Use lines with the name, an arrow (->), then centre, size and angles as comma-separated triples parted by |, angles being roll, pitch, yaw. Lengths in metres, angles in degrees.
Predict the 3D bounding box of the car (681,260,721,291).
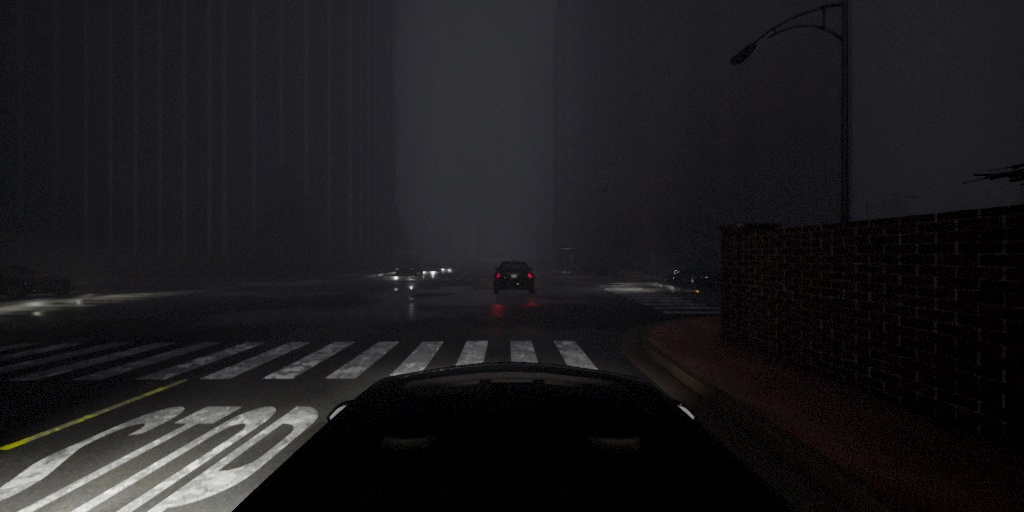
car -> 12.841, 1.174, 20.677 | 4.902, 1.511, 2.128 | 0, 0, -1

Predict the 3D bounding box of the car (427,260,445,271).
car -> -10.582, 1.286, 47.263 | 1.994, 1.385, 4.181 | 0, 0, 0

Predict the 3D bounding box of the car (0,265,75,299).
car -> -23.817, 1.163, 16.886 | 5.008, 1.535, 1.882 | 0, 0, 0

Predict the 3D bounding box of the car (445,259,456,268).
car -> -10.519, 1.206, 59.204 | 2.128, 1.511, 4.902 | 0, 0, 0

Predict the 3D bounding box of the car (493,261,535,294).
car -> 0.102, 1.038, 19.937 | 2.097, 1.767, 4.553 | 0, 0, 0

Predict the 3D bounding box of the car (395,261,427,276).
car -> -10.587, 1.233, 37.311 | 1.837, 1.490, 4.892 | 0, 0, 0

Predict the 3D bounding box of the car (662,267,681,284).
car -> 12.598, 1.033, 24.193 | 4.553, 1.767, 2.097 | 0, 0, 0
